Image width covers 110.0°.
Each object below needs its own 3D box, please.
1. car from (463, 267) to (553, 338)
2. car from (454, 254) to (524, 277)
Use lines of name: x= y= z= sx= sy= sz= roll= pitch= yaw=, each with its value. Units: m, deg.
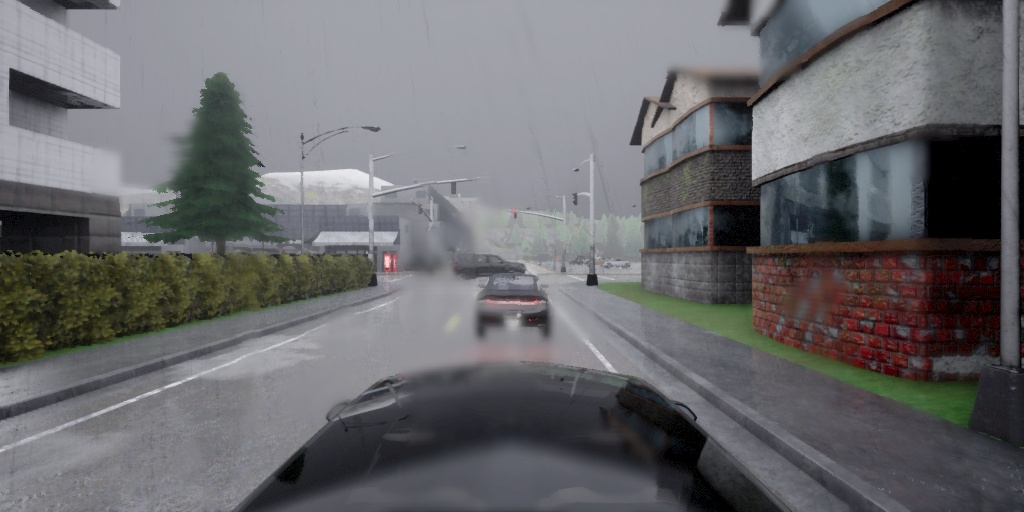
car: x=0.056 y=1.242 z=10.165 sx=2.128 sy=1.511 sz=4.902 roll=0 pitch=0 yaw=0
car: x=-1.688 y=0.891 z=27.660 sx=5.566 sy=2.045 sz=2.150 roll=-1 pitch=0 yaw=0
